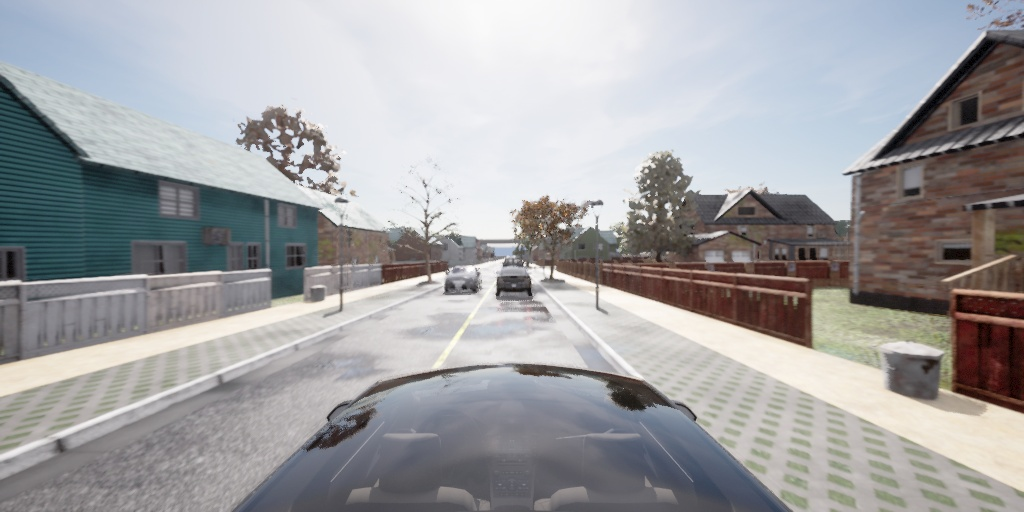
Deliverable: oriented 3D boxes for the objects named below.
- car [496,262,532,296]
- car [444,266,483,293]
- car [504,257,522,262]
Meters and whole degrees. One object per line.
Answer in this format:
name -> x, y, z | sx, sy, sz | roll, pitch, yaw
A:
car -> 0.100, 1.319, 20.249 | 1.882, 1.535, 5.008 | 0, 0, 0
car -> -2.846, 1.340, 21.585 | 2.128, 1.511, 4.902 | 0, 0, 0
car -> 0.104, 1.145, 36.442 | 2.150, 2.045, 5.566 | 0, 0, 0
